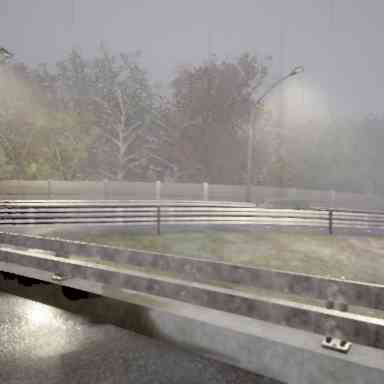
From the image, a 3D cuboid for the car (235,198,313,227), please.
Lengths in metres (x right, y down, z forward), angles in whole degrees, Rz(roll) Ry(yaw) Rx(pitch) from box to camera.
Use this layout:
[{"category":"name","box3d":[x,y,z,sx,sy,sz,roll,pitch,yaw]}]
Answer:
[{"category":"car","box3d":[5.893,1.440,23.810,5.566,2.045,2.150,2,0,-15]}]
